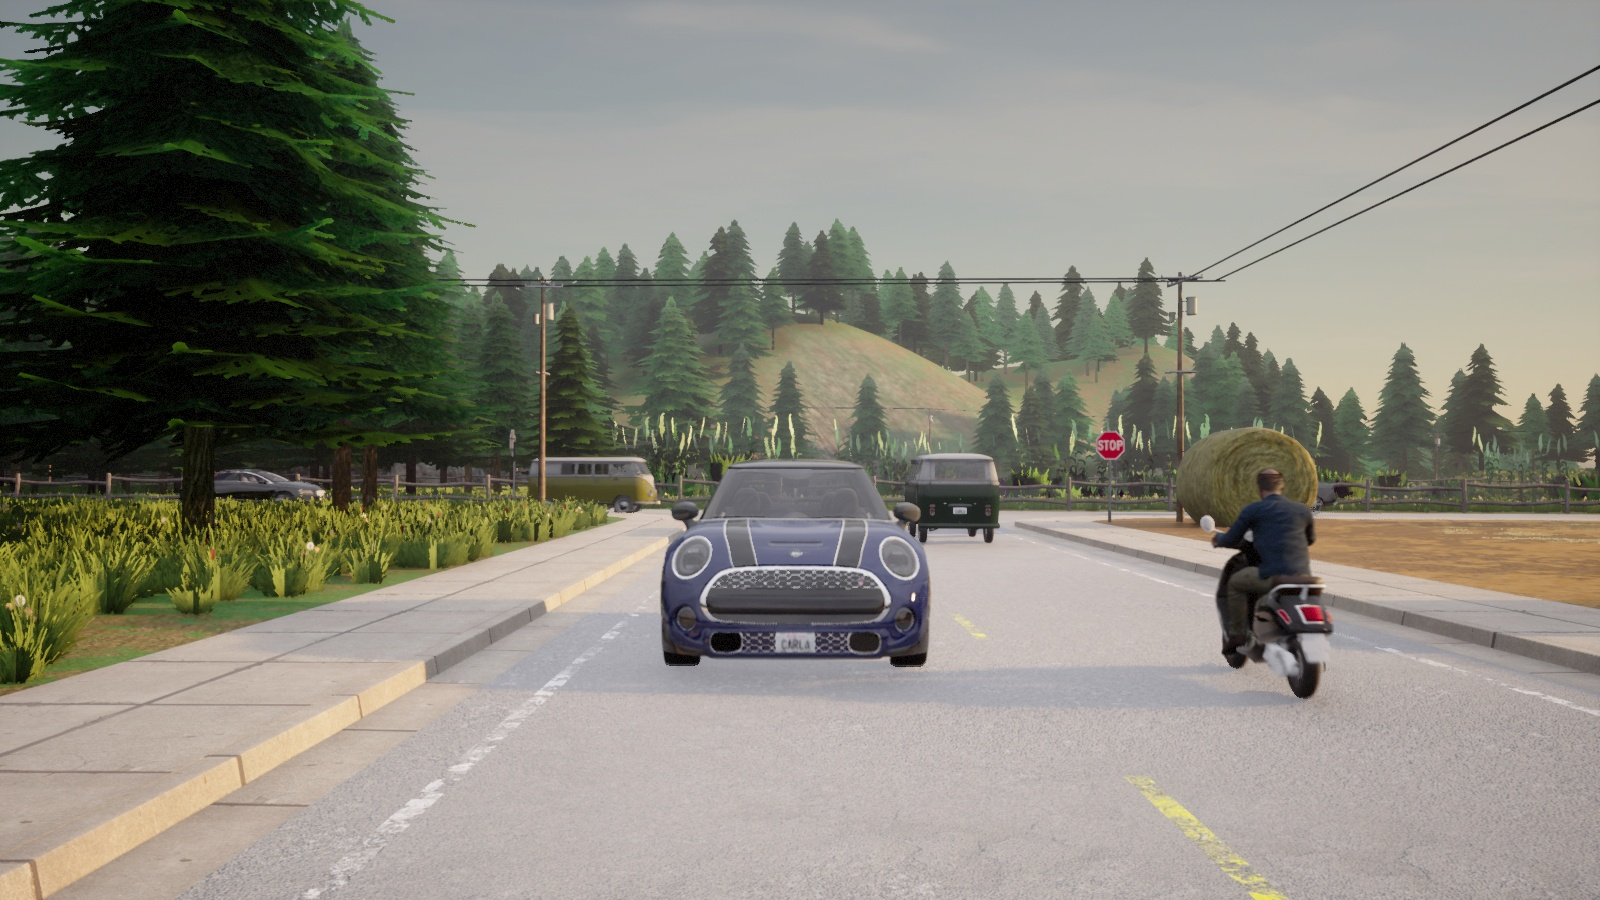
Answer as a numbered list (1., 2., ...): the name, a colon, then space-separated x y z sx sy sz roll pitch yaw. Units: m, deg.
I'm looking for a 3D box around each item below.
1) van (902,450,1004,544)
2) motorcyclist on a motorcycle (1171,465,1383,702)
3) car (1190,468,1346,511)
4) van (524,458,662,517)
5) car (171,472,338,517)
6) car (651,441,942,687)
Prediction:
1. van: 3.424 1.038 28.899 1.775 1.987 4.442 0 -1 0
2. motorcyclist on a motorcycle: 3.475 0.911 9.356 0.866 1.590 1.817 0 -1 0
3. car: 17.010 1.436 45.842 4.902 1.511 2.128 0 -1 3
4. van: -7.131 1.288 43.457 4.442 1.987 1.775 0 -1 3
5. car: -19.034 1.550 43.977 4.902 1.511 2.128 0 -1 2
6. car: -0.031 0.863 11.352 2.097 1.767 4.553 0 -1 0
